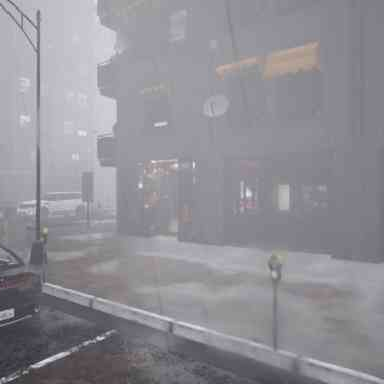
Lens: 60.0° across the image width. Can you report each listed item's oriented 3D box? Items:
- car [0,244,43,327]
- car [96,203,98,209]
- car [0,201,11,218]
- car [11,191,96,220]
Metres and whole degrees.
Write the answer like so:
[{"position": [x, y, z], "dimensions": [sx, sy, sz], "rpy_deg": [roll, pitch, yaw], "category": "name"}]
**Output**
[{"position": [-4.485, 1.551, 6.095], "dimensions": [4.403, 1.369, 2.008], "rpy_deg": [0, 0, 36], "category": "car"}, {"position": [-10.889, 1.250, 30.549], "dimensions": [1.752, 1.417, 4.829], "rpy_deg": [1, 1, 35], "category": "car"}, {"position": [-13.991, 1.350, 26.132], "dimensions": [2.008, 1.369, 4.403], "rpy_deg": [1, 1, 35], "category": "car"}, {"position": [-10.741, 0.994, 26.274], "dimensions": [2.150, 2.045, 5.566], "rpy_deg": [0, 1, 35], "category": "car"}]
